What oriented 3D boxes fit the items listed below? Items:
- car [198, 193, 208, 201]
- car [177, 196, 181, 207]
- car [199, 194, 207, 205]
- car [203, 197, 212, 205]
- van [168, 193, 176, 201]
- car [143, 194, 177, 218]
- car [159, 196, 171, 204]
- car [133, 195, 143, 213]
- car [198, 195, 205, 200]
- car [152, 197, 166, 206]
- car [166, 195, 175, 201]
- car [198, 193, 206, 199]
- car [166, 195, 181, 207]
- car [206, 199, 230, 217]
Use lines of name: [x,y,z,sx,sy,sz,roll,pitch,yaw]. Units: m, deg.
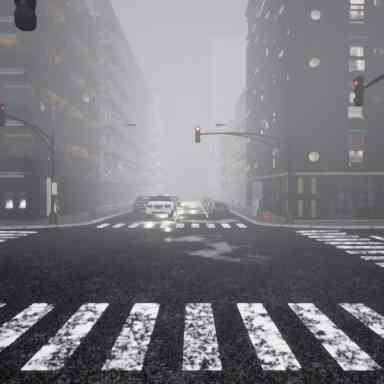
car: [2.678,1.280,81.189,2.192,1.841,5.009,-1,0,0]
car: [-2.786,1.478,40.286,2.128,1.511,4.902,0,0,0]
car: [2.646,1.523,59.032,1.887,1.381,4.507,-1,0,0]
car: [2.612,1.539,36.875,2.008,1.369,4.403,-1,0,0]
van: [-5.193,1.302,86.782,1.690,1.788,3.998,-1,0,0]
car: [-2.808,1.212,30.336,2.150,2.045,5.566,0,0,0]
car: [-5.225,1.557,64.633,1.802,1.307,4.206,-1,0,0]
car: [-5.271,1.303,36.947,2.192,1.841,5.009,-1,0,0]
car: [2.699,1.539,92.267,1.802,1.307,4.206,-1,0,0]
car: [-5.242,1.563,53.559,1.802,1.307,4.206,-1,0,0]
car: [-5.200,1.491,81.074,1.752,1.417,4.829,-1,0,0]
car: [2.673,1.551,75.650,1.802,1.307,4.206,-1,0,0]
car: [-2.760,1.334,50.348,2.097,1.767,4.553,0,0,0]
car: [2.604,1.572,31.336,1.802,1.307,4.206,-1,0,0]
